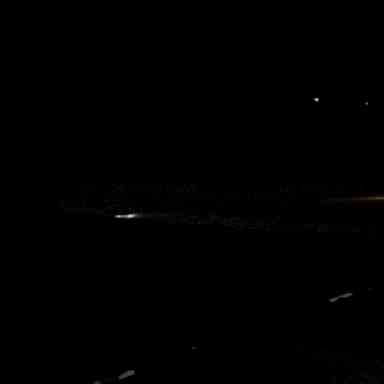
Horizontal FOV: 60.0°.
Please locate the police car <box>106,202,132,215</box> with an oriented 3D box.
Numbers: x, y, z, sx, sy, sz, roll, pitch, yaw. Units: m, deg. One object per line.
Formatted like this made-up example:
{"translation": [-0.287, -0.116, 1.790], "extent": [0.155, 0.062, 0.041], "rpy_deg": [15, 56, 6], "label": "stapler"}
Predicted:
{"translation": [-9.717, 2.203, 43.972], "extent": [2.038, 1.542, 4.974], "rpy_deg": [-3, 1, -35], "label": "police car"}
